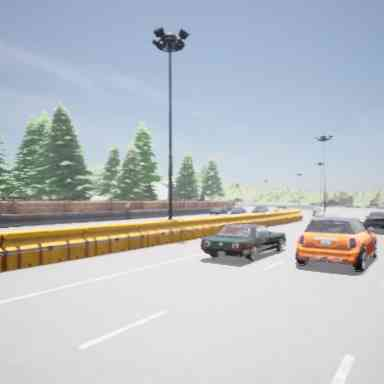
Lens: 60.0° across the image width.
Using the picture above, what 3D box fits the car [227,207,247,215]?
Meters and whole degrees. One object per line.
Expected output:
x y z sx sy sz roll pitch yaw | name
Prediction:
8.002 3.216 56.182 1.812 1.442 4.674 -1 -2 26 | car

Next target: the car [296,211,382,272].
5.567 1.716 12.499 2.097 1.767 4.553 -2 -2 35 | car

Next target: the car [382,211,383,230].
14.168 2.212 24.916 1.837 1.490 4.892 -1 -2 35 | car

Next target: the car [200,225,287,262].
2.395 2.028 14.068 1.895 1.301 4.718 -2 -2 36 | car

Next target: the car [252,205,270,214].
11.455 3.002 55.325 2.097 1.767 4.553 -1 -2 26 | car

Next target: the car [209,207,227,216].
4.729 3.289 57.355 2.033 1.411 5.357 -1 -2 27 | car

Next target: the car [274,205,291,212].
14.763 2.950 54.126 2.097 1.767 4.553 -1 -2 26 | car

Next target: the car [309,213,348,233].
10.945 2.367 26.399 1.895 1.301 4.718 -1 -2 35 | car
